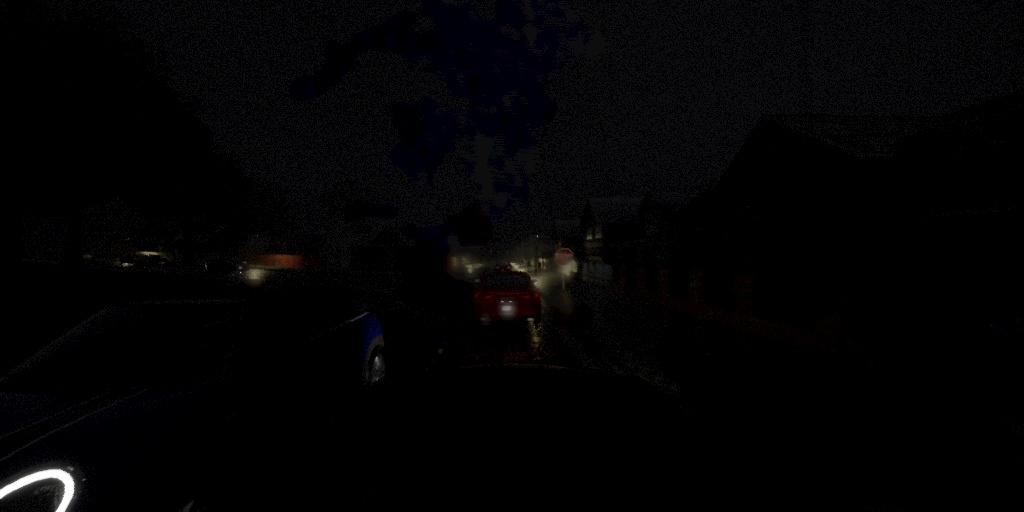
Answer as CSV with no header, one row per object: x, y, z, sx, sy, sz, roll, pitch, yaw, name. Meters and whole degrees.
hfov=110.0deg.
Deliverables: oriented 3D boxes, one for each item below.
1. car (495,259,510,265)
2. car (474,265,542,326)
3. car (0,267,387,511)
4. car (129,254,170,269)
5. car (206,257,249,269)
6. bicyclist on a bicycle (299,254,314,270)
-1.015,1.303,41.208,1.895,1.301,4.718,0,0,-1,car
-0.156,1.210,11.625,1.882,1.535,5.008,0,0,-1,car
-2.883,1.101,3.369,2.097,1.767,4.553,0,0,0,car
-41.451,0.639,41.334,4.902,1.511,2.128,1,1,28,car
-26.445,0.866,33.338,4.902,1.511,2.128,1,1,28,car
-21.339,0.643,37.258,0.582,1.620,1.656,1,1,28,bicyclist on a bicycle
